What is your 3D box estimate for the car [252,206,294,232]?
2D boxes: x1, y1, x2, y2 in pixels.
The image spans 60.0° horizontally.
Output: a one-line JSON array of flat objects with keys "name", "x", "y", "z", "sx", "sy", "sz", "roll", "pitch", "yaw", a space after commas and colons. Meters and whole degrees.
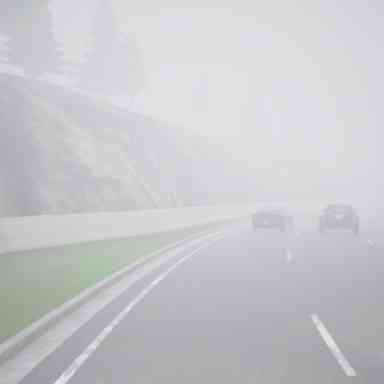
[{"name": "car", "x": 5.233, "y": 1.596, "z": 21.114, "sx": 1.882, "sy": 1.535, "sz": 5.008, "roll": 0, "pitch": 0, "yaw": 25}]

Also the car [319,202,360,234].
[{"name": "car", "x": 9.129, "y": 1.492, "z": 20.511, "sx": 2.097, "sy": 1.767, "sz": 4.553, "roll": 0, "pitch": 0, "yaw": 26}]

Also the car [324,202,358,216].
[{"name": "car", "x": 16.270, "y": 1.812, "z": 36.161, "sx": 4.181, "sy": 1.385, "sz": 1.994, "roll": 1, "pitch": 0, "yaw": -44}]
